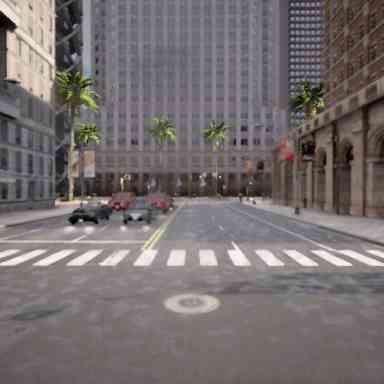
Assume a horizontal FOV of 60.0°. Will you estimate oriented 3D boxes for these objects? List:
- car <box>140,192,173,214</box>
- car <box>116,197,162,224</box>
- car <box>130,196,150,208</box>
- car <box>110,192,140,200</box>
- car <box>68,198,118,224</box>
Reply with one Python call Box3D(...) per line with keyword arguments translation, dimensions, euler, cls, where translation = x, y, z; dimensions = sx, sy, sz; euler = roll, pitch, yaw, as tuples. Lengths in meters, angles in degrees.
Box3D(translation=(-3.508, 1.056, 33.752), dimensions=(2.150, 2.045, 5.566), euler=(0, 0, 1), cls="car")
Box3D(translation=(-3.597, 1.376, 23.607), dimensions=(2.128, 1.511, 4.902), euler=(0, 0, 0), cls="car")
Box3D(translation=(-6.861, 1.286, 44.612), dimensions=(1.837, 1.490, 4.892), euler=(0, 0, 1), cls="car")
Box3D(translation=(-6.997, 1.054, 34.150), dimensions=(2.150, 2.045, 5.566), euler=(0, 0, 1), cls="car")
Box3D(translation=(-7.102, 1.430, 23.900), dimensions=(2.033, 1.411, 5.357), euler=(0, 0, 0), cls="car")
